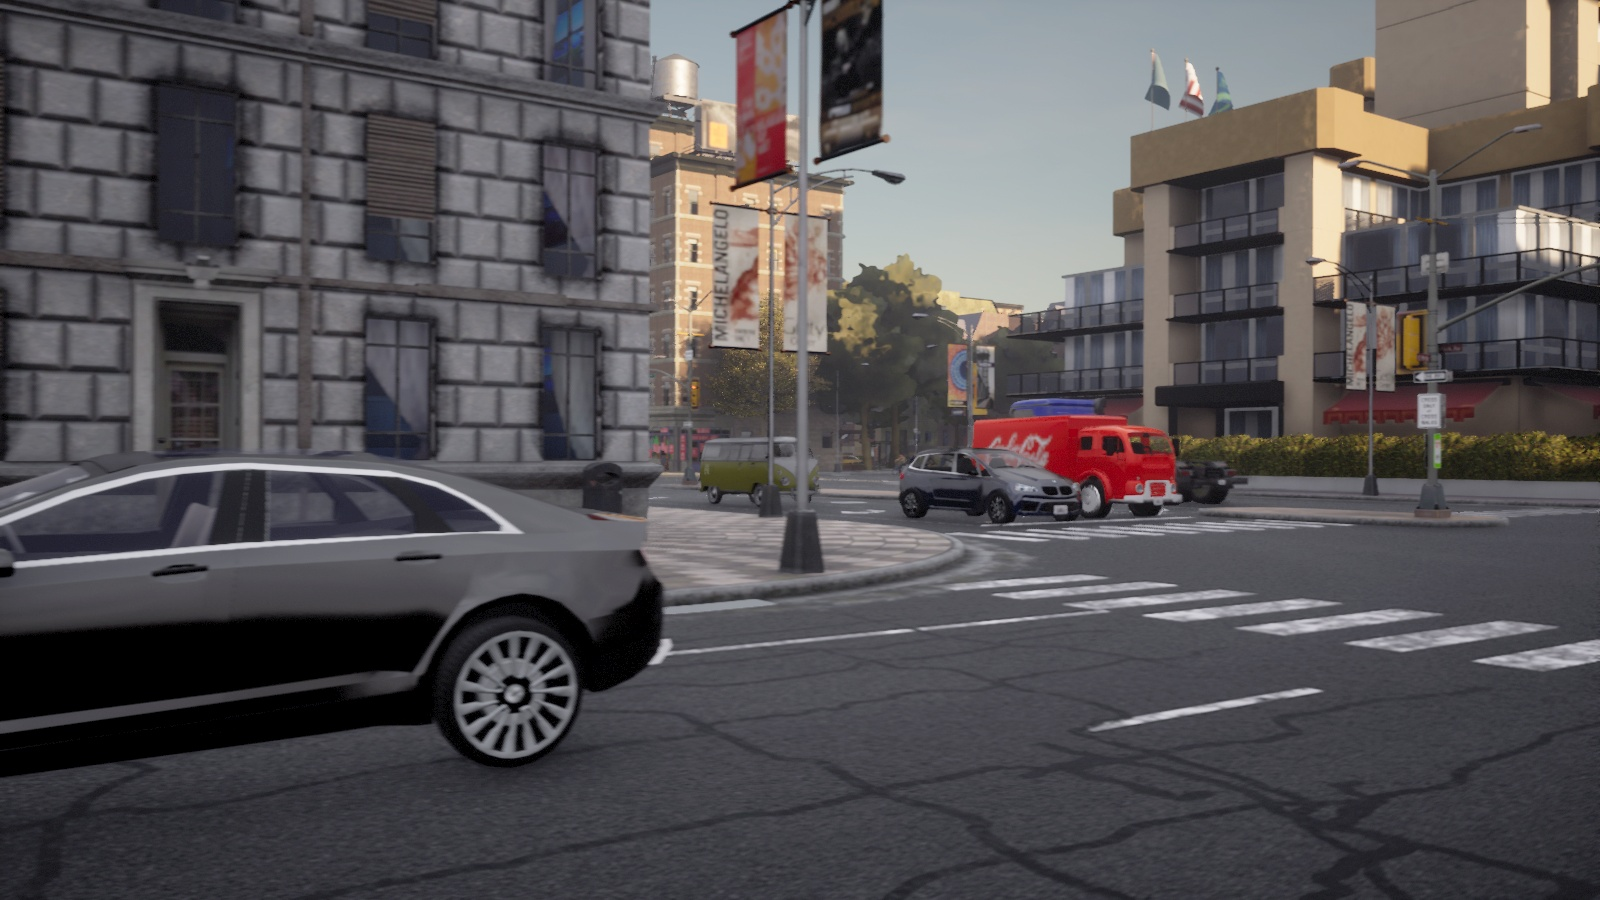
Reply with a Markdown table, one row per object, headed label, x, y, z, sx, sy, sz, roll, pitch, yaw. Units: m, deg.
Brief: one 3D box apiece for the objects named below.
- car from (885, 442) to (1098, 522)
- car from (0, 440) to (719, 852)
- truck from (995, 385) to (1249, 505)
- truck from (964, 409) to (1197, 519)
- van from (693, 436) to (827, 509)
| label | x | y | z | sx | sy | sz | roll | pitch | yaw |
| --- | --- | --- | --- | --- | --- | --- | --- | --- | --- |
| car | 4.255 | 0.681 | 28.596 | 2.242 | 1.667 | 4.611 | 0 | 0 | -34 |
| car | -3.036 | 0.719 | 5.831 | 4.902 | 1.511 | 2.128 | 0 | 0 | -34 |
| truck | 10.100 | -0.115 | 40.348 | 2.891 | 3.462 | 7.936 | 0 | 0 | -35 |
| truck | 6.808 | 0.361 | 31.066 | 2.627 | 2.467 | 5.204 | 0 | -1 | -34 |
| van | -1.239 | 0.618 | 36.521 | 1.775 | 1.987 | 4.442 | 0 | 0 | -35 |
